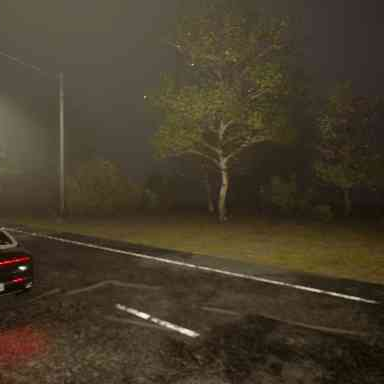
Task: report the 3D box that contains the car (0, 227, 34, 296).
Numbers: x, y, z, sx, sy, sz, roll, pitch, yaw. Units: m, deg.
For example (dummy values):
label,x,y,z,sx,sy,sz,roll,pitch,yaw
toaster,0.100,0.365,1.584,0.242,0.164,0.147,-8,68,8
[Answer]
label,x,y,z,sx,sy,sz,roll,pitch,yaw
car,-5.351,1.485,7.609,4.892,1.490,1.837,0,1,42
